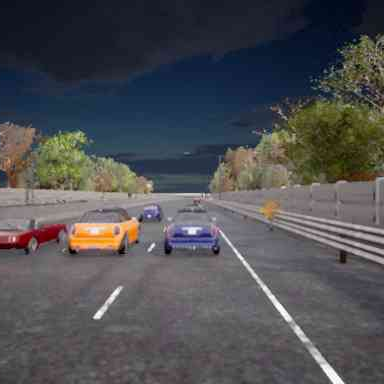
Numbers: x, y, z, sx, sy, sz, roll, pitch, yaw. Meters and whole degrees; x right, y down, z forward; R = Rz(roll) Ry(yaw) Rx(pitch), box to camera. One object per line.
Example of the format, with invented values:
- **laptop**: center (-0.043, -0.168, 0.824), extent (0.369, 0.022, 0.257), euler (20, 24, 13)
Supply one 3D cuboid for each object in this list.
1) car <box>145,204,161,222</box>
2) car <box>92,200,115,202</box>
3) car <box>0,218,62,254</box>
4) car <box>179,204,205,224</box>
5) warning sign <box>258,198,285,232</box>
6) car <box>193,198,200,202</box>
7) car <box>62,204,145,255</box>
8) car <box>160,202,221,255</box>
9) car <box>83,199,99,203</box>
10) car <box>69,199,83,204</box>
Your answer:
- **car**: center (-3.477, 1.818, 29.389), extent (1.812, 1.442, 4.674), euler (0, 0, 0)
- **car**: center (-6.978, 1.783, 29.302), extent (2.128, 1.511, 4.902), euler (0, -1, 0)
- **car**: center (-6.989, 1.737, 14.111), extent (1.895, 1.301, 4.718), euler (0, -1, 0)
- **car**: center (0.019, 1.835, 28.994), extent (2.033, 1.411, 5.357), euler (0, -1, 0)
- **warning sign**: center (4.561, 1.301, 19.130), extent (1.300, 1.860, 1.060), euler (0, -1, 0)
- **car**: center (1.281, 2.453, 89.124), extent (1.882, 1.535, 5.008), euler (0, -1, 0)
- **car**: center (-3.489, 1.486, 14.090), extent (2.097, 1.767, 4.553), euler (0, -1, 0)
- **car**: center (0.011, 1.486, 14.085), extent (2.097, 1.767, 4.553), euler (0, -1, 0)
- **car**: center (-20.956, 2.278, 71.024), extent (2.128, 1.511, 4.902), euler (0, -1, 0)
- **car**: center (-24.456, 2.293, 71.026), extent (2.033, 1.411, 5.357), euler (0, -1, 0)
